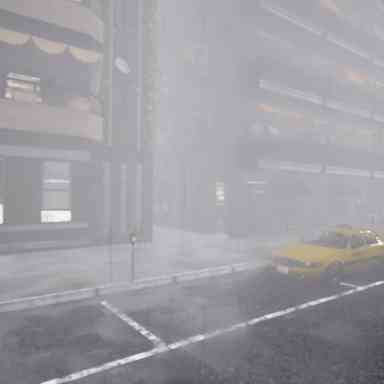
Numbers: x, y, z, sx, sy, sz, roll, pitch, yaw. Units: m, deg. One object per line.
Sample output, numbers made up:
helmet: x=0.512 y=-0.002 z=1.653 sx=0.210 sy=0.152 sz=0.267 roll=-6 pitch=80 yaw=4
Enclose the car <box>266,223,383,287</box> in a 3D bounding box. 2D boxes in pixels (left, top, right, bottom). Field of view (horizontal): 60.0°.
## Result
car: x=4.195 y=1.611 z=9.547 sx=4.829 sy=1.417 sz=1.752 roll=1 pitch=0 yaw=-35
